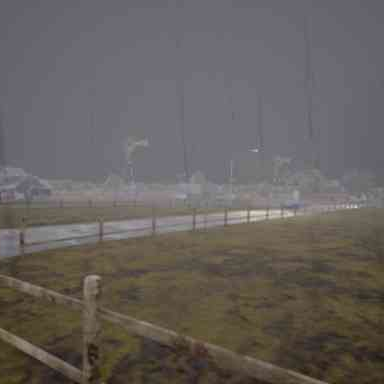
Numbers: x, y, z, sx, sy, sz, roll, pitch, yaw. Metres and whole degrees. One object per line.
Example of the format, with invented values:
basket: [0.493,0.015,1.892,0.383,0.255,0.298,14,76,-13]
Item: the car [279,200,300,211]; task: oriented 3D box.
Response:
car: [14.541,1.906,49.540,1.882,1.535,5.008,2,1,36]
